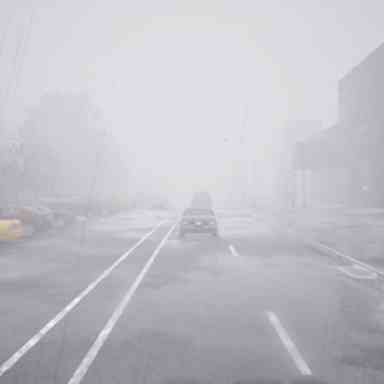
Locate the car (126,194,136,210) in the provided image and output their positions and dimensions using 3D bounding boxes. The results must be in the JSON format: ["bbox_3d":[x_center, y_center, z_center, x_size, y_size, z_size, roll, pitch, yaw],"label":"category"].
[{"bbox_3d":[-8.644,1.226,33.697,5.008,1.535,2.097,-1,1,-17],"label":"car"}]

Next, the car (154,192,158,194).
[{"bbox_3d":[-7.804,1.163,48.533,4.674,1.452,2.002,-1,0,-16],"label":"car"}]

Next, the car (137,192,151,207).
[{"bbox_3d":[-8.186,1.163,42.604,4.892,1.521,2.231,-1,0,-17],"label":"car"}]

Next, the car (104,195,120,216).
[{"bbox_3d":[-8.915,1.274,27.766,5.008,1.535,2.097,-1,0,-18],"label":"car"}]

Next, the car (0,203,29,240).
[{"bbox_3d":[-9.516,1.404,12.852,5.366,1.575,1.946,-1,1,-19],"label":"car"}]

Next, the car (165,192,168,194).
[{"bbox_3d":[-7.150,1.112,57.419,4.674,1.452,2.002,-1,0,-16],"label":"car"}]

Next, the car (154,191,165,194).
[{"bbox_3d":[-7.627,0.854,51.481,5.566,2.045,2.435,-1,1,-16],"label":"car"}]

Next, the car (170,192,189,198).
[{"bbox_3d":[-3.486,0.862,92.839,4.892,1.521,2.231,-1,0,-13],"label":"car"}]

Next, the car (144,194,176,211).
[{"bbox_3d":[-3.316,1.268,35.625,2.033,1.411,5.357,0,0,3],"label":"car"}]

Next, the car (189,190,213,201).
[{"bbox_3d":[1.126,0.927,37.250,2.150,2.045,5.566,0,0,3],"label":"car"}]

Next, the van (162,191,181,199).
[{"bbox_3d":[-5.009,0.727,81.003,4.442,1.987,1.878,-1,1,-14],"label":"van"}]

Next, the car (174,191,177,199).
[{"bbox_3d":[-6.092,1.056,69.237,4.674,1.452,2.002,0,0,-14],"label":"car"}]

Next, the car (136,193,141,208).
[{"bbox_3d":[-8.474,1.233,36.676,4.792,1.488,2.163,-1,0,-17],"label":"car"}]

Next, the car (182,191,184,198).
[{"bbox_3d":[-5.212,0.970,78.081,5.008,1.535,2.097,-1,1,-14],"label":"car"}]

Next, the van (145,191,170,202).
[{"bbox_3d":[-6.546,0.815,63.372,4.442,1.987,1.878,-1,0,-15],"label":"van"}]

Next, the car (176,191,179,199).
[{"bbox_3d":[-5.821,1.042,72.172,4.674,1.452,2.002,-1,0,-14],"label":"car"}]

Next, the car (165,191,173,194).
[{"bbox_3d":[-6.729,1.051,60.430,5.366,1.575,1.946,-1,0,-15],"label":"car"}]

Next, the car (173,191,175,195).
[{"bbox_3d":[-6.387,1.069,66.297,4.674,1.452,2.002,-1,0,-15],"label":"car"}]

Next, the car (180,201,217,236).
[{"bbox_3d":[0.344,1.423,17.382,2.033,1.411,5.357,0,1,1],"label":"car"}]

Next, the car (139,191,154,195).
[{"bbox_3d":[-7.964,1.016,45.569,4.553,1.767,2.185,-1,1,-17],"label":"car"}]

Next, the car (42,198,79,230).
[{"bbox_3d":[-9.211,1.351,18.859,5.008,1.535,2.097,-1,0,-19],"label":"car"}]

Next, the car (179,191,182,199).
[{"bbox_3d":[-5.712,0.987,75.083,5.366,1.575,1.946,-1,1,-14],"label":"car"}]

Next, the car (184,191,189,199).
[{"bbox_3d":[-0.084,0.998,76.165,1.895,1.301,4.718,0,0,6],"label":"car"}]

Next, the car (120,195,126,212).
[{"bbox_3d":[-8.753,1.123,30.734,4.553,1.767,2.185,-1,1,-18],"label":"car"}]

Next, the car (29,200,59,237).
[{"bbox_3d":[-9.270,1.377,15.882,5.008,1.535,2.097,-1,1,-19],"label":"car"}]

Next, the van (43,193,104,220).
[{"bbox_3d":[-9.131,1.075,24.749,4.442,1.987,1.878,-1,1,-18],"label":"van"}]
